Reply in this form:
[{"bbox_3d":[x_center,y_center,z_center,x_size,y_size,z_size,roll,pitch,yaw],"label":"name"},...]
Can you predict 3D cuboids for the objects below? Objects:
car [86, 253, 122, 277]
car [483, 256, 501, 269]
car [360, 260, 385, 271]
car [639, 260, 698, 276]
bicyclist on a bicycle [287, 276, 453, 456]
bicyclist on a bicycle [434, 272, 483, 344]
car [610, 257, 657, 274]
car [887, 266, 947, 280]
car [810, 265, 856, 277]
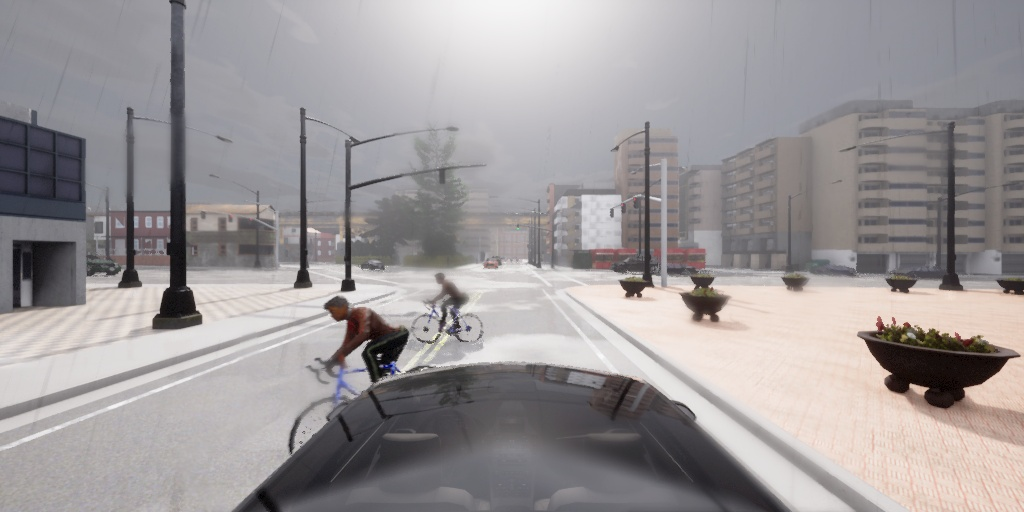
[{"bbox_3d":[-37.705,0.763,31.332,5.566,2.045,2.150,1,0,0],"label":"car"},{"bbox_3d":[-3.344,1.089,56.899,2.097,1.767,4.553,0,0,0],"label":"car"},{"bbox_3d":[-19.271,1.249,49.522,4.674,1.442,1.812,0,0,44],"label":"car"},{"bbox_3d":[17.054,1.440,38.714,5.357,1.411,2.033,1,0,0],"label":"car"},{"bbox_3d":[-1.450,1.156,3.671,1.656,1.620,0.582,-7,-19,-45],"label":"bicyclist on a bicycle"},{"bbox_3d":[-1.473,1.200,8.150,1.656,1.620,0.582,0,0,2],"label":"bicyclist on a bicycle"},{"bbox_3d":[14.468,1.082,42.208,5.566,2.045,2.150,1,0,0],"label":"car"},{"bbox_3d":[44.024,1.827,38.746,5.357,1.411,2.033,1,0,0],"label":"car"},{"bbox_3d":[37.822,1.750,42.267,4.181,1.385,1.994,1,0,0],"label":"car"}]
